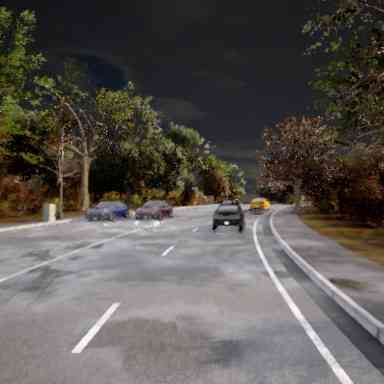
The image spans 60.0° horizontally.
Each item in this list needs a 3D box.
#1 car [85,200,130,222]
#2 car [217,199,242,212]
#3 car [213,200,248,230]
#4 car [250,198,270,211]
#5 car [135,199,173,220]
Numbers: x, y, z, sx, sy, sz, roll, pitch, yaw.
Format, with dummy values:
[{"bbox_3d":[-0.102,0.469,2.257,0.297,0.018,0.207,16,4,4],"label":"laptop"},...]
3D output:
[{"bbox_3d":[-7.032,1.499,28.011,2.097,1.767,4.553,-1,0,13],"label":"car"},{"bbox_3d":[4.706,1.647,41.404,1.994,1.385,4.181,-1,0,21],"label":"car"},{"bbox_3d":[2.462,1.528,21.468,1.837,1.490,4.892,-1,0,11],"label":"car"},{"bbox_3d":[8.477,1.487,41.483,1.882,1.535,5.008,-1,0,21],"label":"car"},{"bbox_3d":[-3.226,1.465,28.937,2.097,1.767,4.553,-1,0,14],"label":"car"}]
